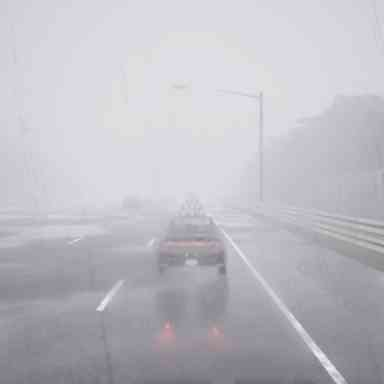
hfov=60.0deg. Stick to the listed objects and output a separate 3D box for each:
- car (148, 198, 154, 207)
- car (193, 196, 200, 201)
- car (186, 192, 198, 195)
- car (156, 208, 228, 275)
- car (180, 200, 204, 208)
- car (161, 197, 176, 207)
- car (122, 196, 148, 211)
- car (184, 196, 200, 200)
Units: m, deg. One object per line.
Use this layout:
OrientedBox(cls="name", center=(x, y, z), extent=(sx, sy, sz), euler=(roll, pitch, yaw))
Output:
OrientedBox(cls="car", center=(-6.929, 1.499, 50.094), extent=(1.895, 1.301, 4.718), euler=(0, 0, 2))
OrientedBox(cls="car", center=(1.247, 1.642, 86.786), extent=(1.895, 1.301, 4.718), euler=(0, -1, 2))
OrientedBox(cls="car", center=(0.048, 1.083, 49.310), extent=(2.150, 2.045, 5.566), euler=(0, 0, 1))
OrientedBox(cls="car", center=(-0.002, 1.453, 10.263), extent=(2.128, 1.511, 4.902), euler=(0, 0, 0))
OrientedBox(cls="car", center=(-0.002, 1.512, 25.132), extent=(1.895, 1.301, 4.718), euler=(0, 0, 0))
OrientedBox(cls="car", center=(-3.448, 1.426, 49.422), extent=(2.033, 1.411, 5.357), euler=(0, 0, 1))
OrientedBox(cls="car", center=(-7.008, 1.260, 39.931), extent=(2.097, 1.767, 4.553), euler=(0, 0, 0))
OrientedBox(cls="car", center=(-0.002, 1.434, 34.735), extent=(2.033, 1.411, 5.357), euler=(0, 0, 0))
